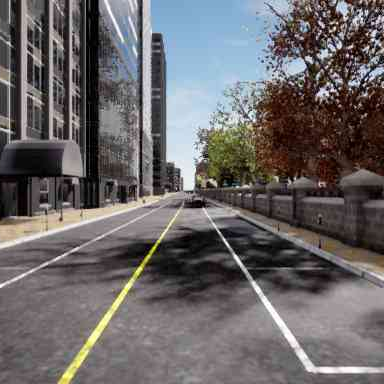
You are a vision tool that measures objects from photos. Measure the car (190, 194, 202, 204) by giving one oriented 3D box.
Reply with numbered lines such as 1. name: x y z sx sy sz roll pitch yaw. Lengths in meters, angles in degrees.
1. car: 0.796 1.316 63.830 2.097 1.767 4.553 0 0 -1

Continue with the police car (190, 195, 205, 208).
1. police car: 0.900 1.415 47.925 1.930 1.638 5.238 0 0 0

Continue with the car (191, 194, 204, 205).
1. car: 0.880 1.323 57.802 2.097 1.767 4.553 0 0 0
